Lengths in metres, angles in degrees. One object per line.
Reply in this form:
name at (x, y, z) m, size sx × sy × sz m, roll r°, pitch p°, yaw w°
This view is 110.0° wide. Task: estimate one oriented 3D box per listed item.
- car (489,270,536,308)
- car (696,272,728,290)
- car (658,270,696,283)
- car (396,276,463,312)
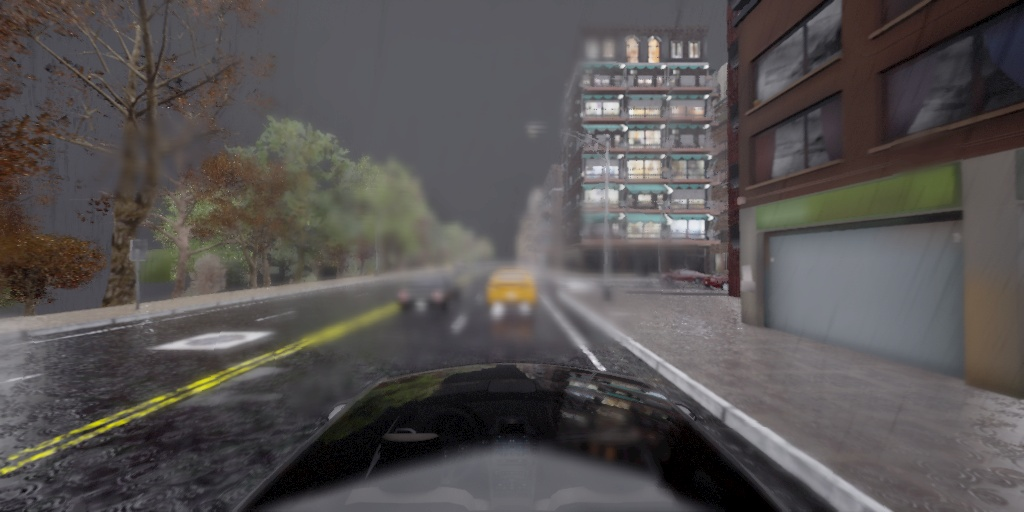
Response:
car at (0.048, 1.379, 16.088) m, size 1.882 × 1.535 × 5.008 m, roll 0°, pitch 0°, yaw 1°
car at (16.336, 1.834, 26.083) m, size 4.507 × 1.381 × 1.888 m, roll 0°, pitch 0°, yaw 0°
car at (16.286, 1.959, 34.430) m, size 4.207 × 1.307 × 1.802 m, roll 0°, pitch 0°, yaw 0°
car at (-3.230, 1.492, 15.087) m, size 1.895 × 1.301 × 4.718 m, roll 0°, pitch -1°, yaw 1°
